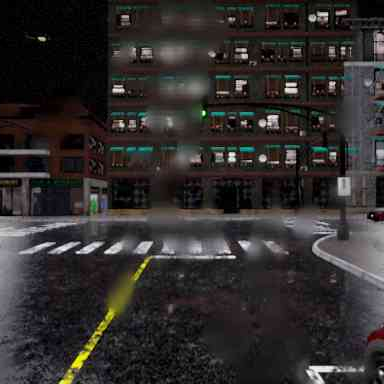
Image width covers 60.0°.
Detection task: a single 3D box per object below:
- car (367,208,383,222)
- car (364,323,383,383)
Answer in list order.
[{"bbox_3d":[14.789,1.491,23.580,4.181,1.385,1.994,-1,-1,1],"label":"car"},{"bbox_3d":[2.752,1.444,1.863,1.967,1.590,4.097,1,0,0],"label":"car"}]
